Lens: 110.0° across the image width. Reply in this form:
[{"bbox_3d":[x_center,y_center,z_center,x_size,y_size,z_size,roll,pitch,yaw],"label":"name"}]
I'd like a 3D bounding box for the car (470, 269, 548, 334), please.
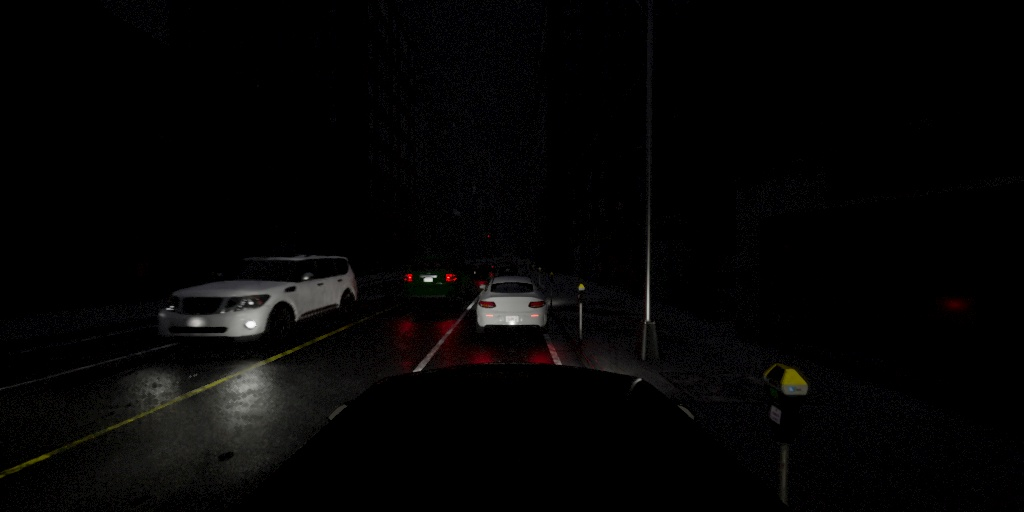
[{"bbox_3d":[0.003,1.274,10.501,1.812,1.442,4.674,0,0,0],"label":"car"}]

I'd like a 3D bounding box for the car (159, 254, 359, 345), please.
[{"bbox_3d":[-6.245,0.970,9.860,2.150,2.045,5.566,0,0,0],"label":"car"}]

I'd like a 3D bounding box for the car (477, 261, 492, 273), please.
[{"bbox_3d":[-3.144,1.226,32.399,1.882,1.535,5.008,0,0,0],"label":"car"}]

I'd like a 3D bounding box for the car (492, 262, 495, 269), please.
[{"bbox_3d":[-3.045,1.354,46.686,1.895,1.301,4.718,0,0,0],"label":"car"}]

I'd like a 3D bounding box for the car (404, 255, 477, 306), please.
[{"bbox_3d":[-3.050,0.970,15.829,2.150,2.045,5.566,0,0,0],"label":"car"}]

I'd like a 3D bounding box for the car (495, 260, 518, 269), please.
[{"bbox_3d":[-0.383,1.315,34.934,1.948,1.339,4.313,0,0,0],"label":"car"}]
